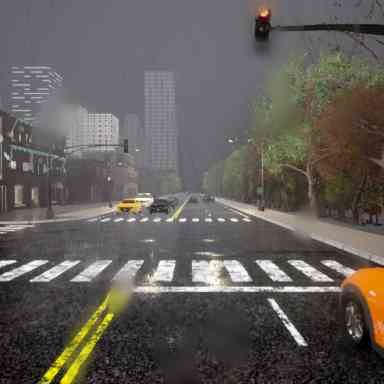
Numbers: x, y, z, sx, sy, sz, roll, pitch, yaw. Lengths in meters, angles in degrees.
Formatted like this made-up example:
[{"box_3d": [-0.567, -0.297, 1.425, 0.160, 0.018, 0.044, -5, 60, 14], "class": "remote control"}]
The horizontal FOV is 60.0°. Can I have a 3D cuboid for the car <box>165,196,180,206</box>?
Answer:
[{"box_3d": [-3.215, 1.472, 54.951, 2.128, 1.511, 4.902, 0, 0, 0], "class": "car"}]

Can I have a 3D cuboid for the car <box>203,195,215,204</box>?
[{"box_3d": [3.488, 1.467, 64.724, 2.128, 1.511, 4.902, 0, 0, 0], "class": "car"}]

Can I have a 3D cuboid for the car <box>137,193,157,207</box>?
[{"box_3d": [-6.492, 1.206, 44.838, 2.150, 2.045, 5.566, 0, 0, 0], "class": "car"}]

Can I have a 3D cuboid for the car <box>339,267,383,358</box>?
[{"box_3d": [3.359, 1.351, 3.408, 2.097, 1.767, 4.553, 0, 0, 0], "class": "car"}]

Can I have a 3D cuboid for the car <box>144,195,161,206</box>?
[{"box_3d": [-6.465, 1.332, 54.799, 2.097, 1.767, 4.553, 0, 0, 0], "class": "car"}]

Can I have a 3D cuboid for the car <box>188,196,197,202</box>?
[{"box_3d": [0.165, 1.565, 74.941, 1.895, 1.301, 4.718, 0, 0, 0], "class": "car"}]

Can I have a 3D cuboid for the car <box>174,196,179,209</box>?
[{"box_3d": [-3.243, 1.548, 44.923, 1.994, 1.385, 4.181, 0, 0, 0], "class": "car"}]

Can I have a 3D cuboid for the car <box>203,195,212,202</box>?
[{"box_3d": [3.415, 1.447, 74.889, 1.882, 1.535, 5.008, 0, 0, 0], "class": "car"}]

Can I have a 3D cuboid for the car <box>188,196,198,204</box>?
[{"box_3d": [0.238, 1.523, 64.448, 2.033, 1.411, 5.357, 0, 0, 1], "class": "car"}]

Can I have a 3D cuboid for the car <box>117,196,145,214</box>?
[{"box_3d": [-6.517, 1.467, 34.900, 1.882, 1.535, 5.008, 0, 0, 0], "class": "car"}]

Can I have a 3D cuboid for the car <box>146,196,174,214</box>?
[{"box_3d": [-3.270, 1.467, 34.913, 1.882, 1.535, 5.008, 0, 0, 0], "class": "car"}]
